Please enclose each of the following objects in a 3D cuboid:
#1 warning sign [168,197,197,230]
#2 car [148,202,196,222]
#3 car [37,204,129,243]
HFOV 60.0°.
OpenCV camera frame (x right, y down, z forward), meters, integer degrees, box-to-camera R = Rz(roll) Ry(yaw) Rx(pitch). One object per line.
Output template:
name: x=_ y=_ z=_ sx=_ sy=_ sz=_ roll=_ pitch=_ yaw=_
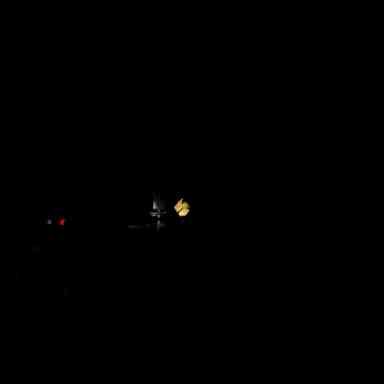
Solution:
warning sign: x=-0.544 y=1.214 z=19.442 sx=1.300 sy=1.860 sz=1.060 roll=1 pitch=1 yaw=35
car: x=-1.546 y=1.559 z=27.243 sx=2.128 sy=1.511 sz=4.902 roll=1 pitch=0 yaw=35
car: x=-5.270 y=1.406 z=16.749 sx=2.097 sy=1.767 sz=4.553 roll=1 pitch=0 yaw=32
